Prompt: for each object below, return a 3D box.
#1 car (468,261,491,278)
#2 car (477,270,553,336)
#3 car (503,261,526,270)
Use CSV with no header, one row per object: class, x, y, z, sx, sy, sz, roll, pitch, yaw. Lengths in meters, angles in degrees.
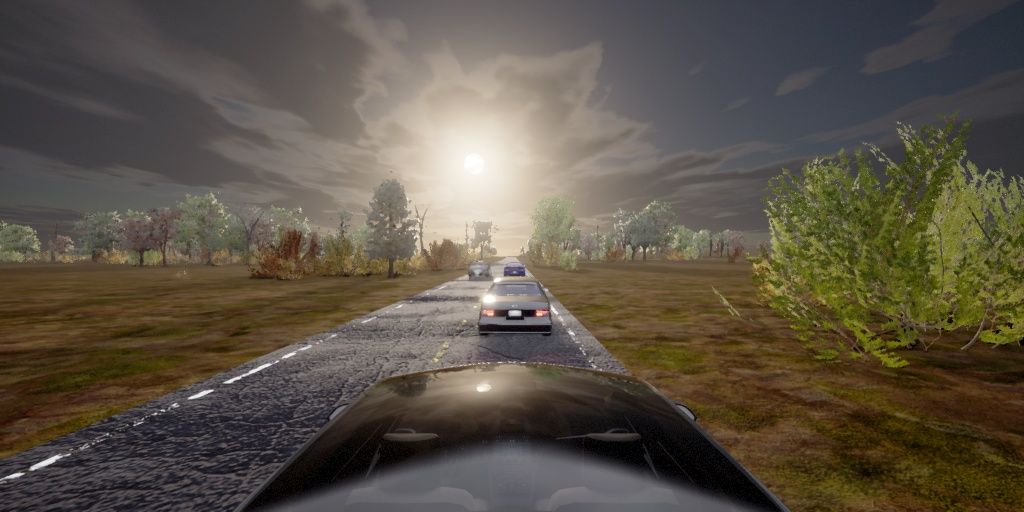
car,-2.969,1.234,33.369,2.128,1.511,4.902,0,0,0
car,0.118,1.298,10.355,2.033,1.411,5.357,0,0,1
car,0.228,1.221,32.578,1.882,1.535,5.008,0,0,0
